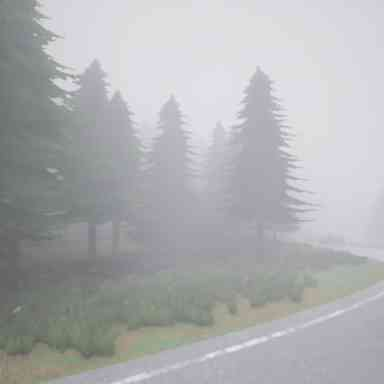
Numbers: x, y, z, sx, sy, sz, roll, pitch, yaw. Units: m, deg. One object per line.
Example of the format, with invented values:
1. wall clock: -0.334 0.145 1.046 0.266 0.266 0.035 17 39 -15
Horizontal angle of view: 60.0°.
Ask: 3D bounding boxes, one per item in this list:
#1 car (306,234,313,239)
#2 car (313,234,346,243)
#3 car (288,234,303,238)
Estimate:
1. car: 18.613 7.234 51.437 2.033 1.411 5.357 -1 -7 20
2. car: 17.310 5.942 41.412 1.882 1.535 5.008 0 -7 0
3. car: 15.293 6.888 49.266 1.812 1.442 4.674 -1 -7 14
